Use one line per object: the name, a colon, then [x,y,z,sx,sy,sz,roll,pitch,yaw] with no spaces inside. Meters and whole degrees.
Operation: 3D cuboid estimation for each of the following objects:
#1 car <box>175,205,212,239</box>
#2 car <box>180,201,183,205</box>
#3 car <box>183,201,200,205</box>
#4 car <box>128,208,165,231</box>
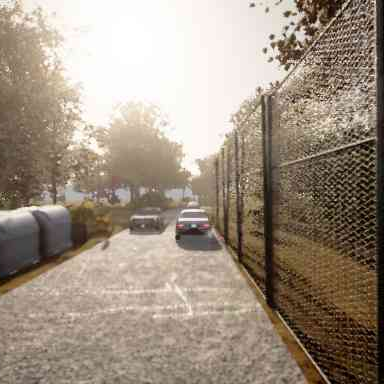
car: [0.073,1.633,17.832,2.033,1.411,5.357,0,-1,0]
car: [-1.231,2.417,62.571,2.128,1.511,4.902,0,-2,6]
car: [0.192,1.926,39.504,1.812,1.442,4.674,0,-1,1]
car: [-2.881,1.728,21.806,1.895,1.301,4.718,0,-1,0]
